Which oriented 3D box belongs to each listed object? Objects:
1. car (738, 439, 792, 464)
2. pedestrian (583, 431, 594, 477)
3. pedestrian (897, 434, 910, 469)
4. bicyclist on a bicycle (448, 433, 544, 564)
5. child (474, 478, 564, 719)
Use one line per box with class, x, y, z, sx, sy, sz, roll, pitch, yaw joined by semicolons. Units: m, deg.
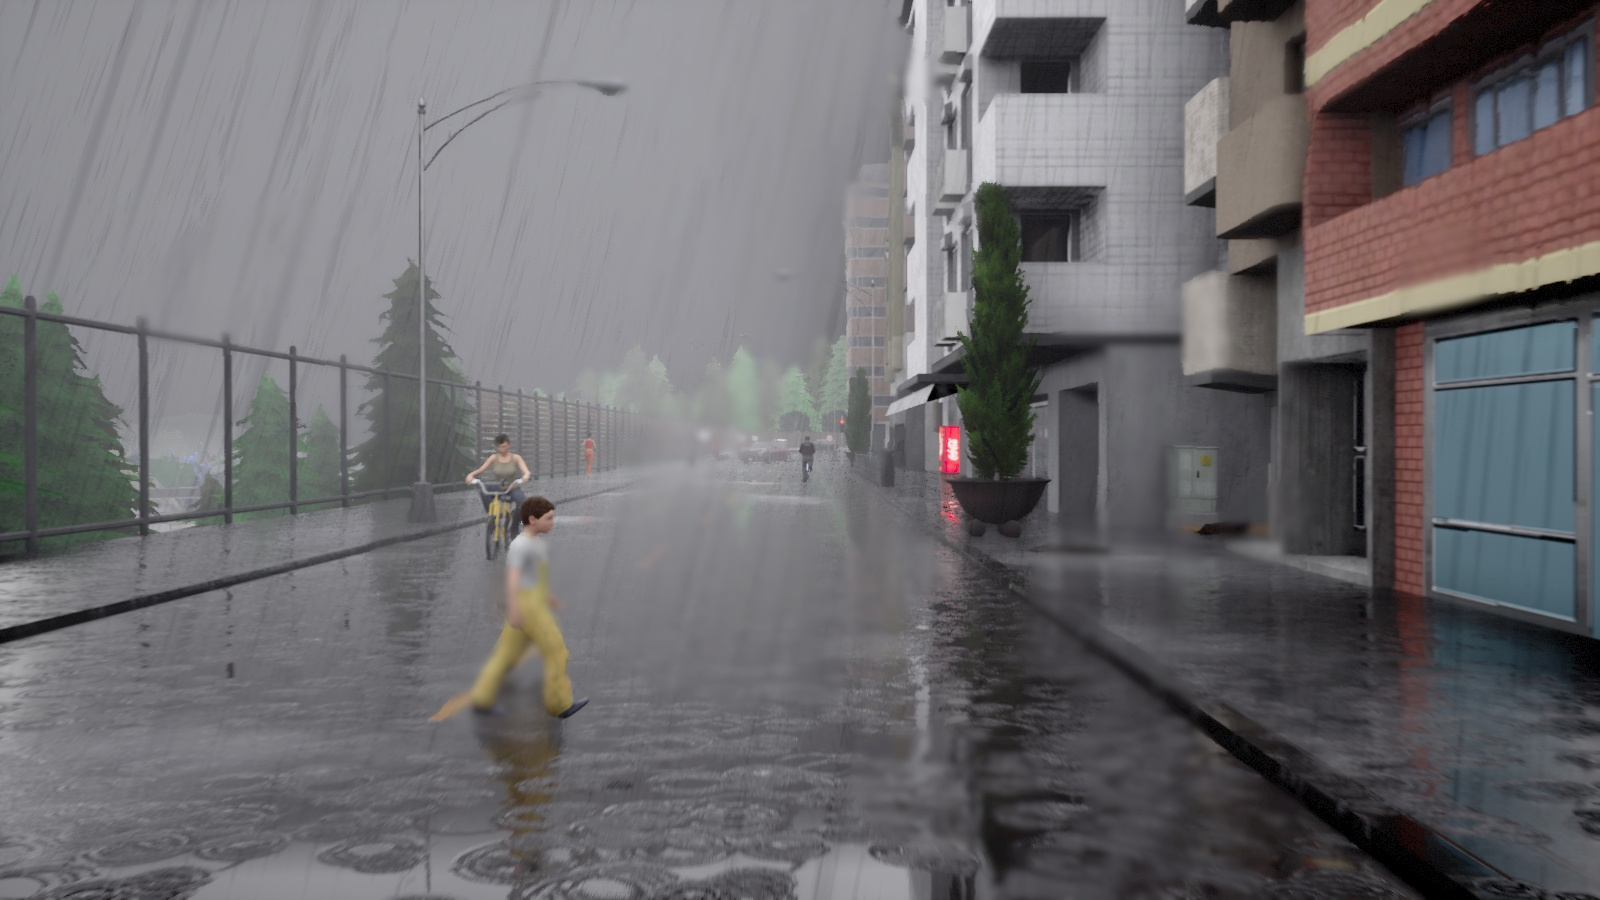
car;-2.539;0.085;91.865;2.097;1.767;4.553;0;0;26
pedestrian;-8.591;0.162;51.025;0.345;1.836;0.594;0;0;2
pedestrian;5.552;0.081;67.420;0.634;1.844;0.899;0;0;2
bicyclist on a bicycle;-3.893;0.588;16.208;0.866;1.612;1.509;0;0;0
child;-1.509;0.787;6.765;0.437;1.263;0.270;0;0;-4
